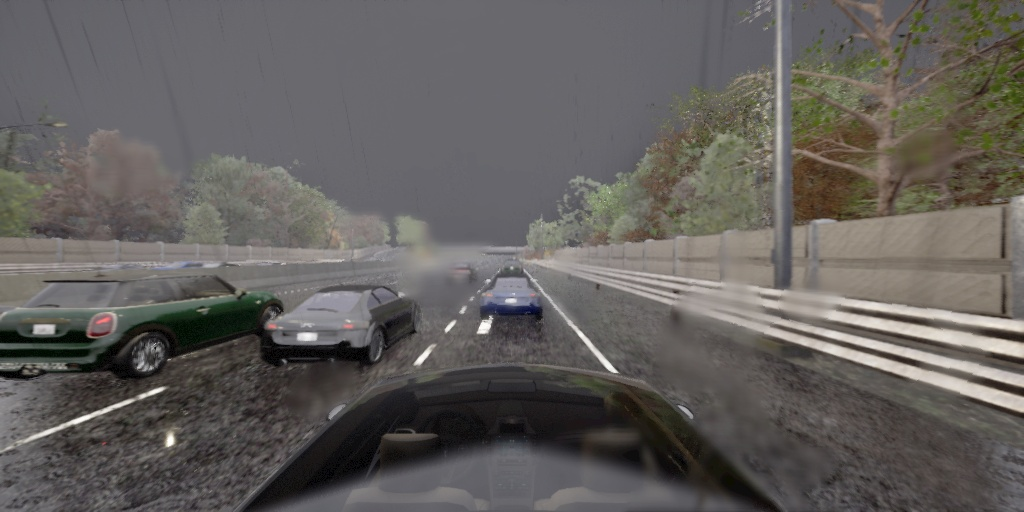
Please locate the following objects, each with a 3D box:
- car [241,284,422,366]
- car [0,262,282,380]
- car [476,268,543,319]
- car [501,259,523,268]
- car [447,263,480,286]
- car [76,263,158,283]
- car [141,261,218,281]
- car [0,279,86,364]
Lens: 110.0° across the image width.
[{"bbox_3d":[-3.398,1.310,7.967,1.994,1.385,4.181,0,0,0],"label":"car"},{"bbox_3d":[-6.903,1.098,7.415,2.097,1.767,4.553,0,0,0],"label":"car"},{"bbox_3d":[-0.003,1.307,12.736,1.994,1.385,4.181,0,0,0],"label":"car"},{"bbox_3d":[-0.006,1.096,34.130,2.097,1.767,4.553,0,0,0],"label":"car"},{"bbox_3d":[-3.402,1.232,25.484,2.128,1.511,4.902,0,0,0],"label":"car"},{"bbox_3d":[-31.587,1.304,28.911,1.994,1.385,4.181,0,0,0],"label":"car"},{"bbox_3d":[-28.087,1.219,30.598,1.882,1.535,5.008,0,0,0],"label":"car"},{"bbox_3d":[-10.401,1.252,5.528,1.837,1.490,4.892,0,0,0],"label":"car"}]
